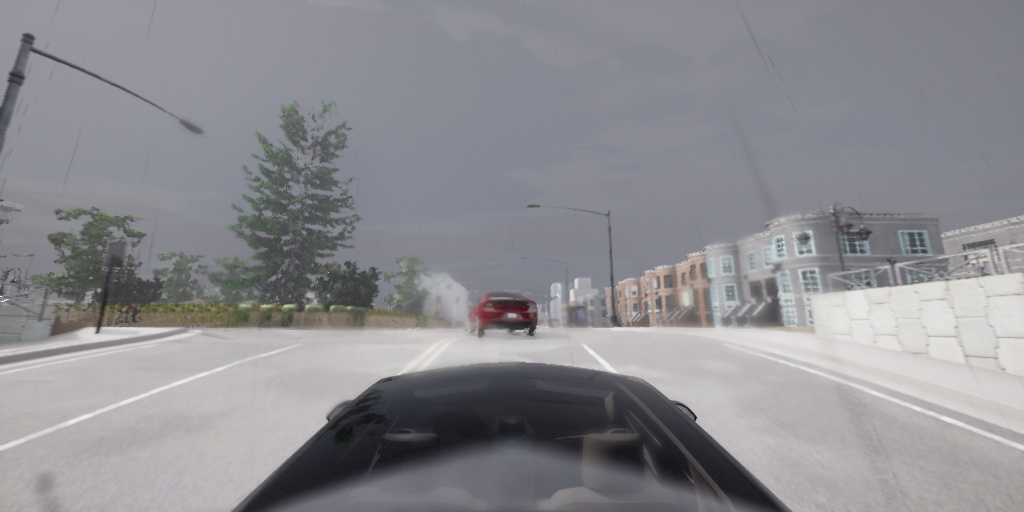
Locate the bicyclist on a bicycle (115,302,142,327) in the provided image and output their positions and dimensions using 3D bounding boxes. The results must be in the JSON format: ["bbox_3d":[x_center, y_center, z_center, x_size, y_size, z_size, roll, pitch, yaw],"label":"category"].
[{"bbox_3d":[-25.286,3.901,23.758,0.582,1.620,1.656,0,-11,0],"label":"bicyclist on a bicycle"}]

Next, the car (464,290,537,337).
[{"bbox_3d":[-0.524,2.086,13.141,1.882,1.535,5.008,2,-11,-12],"label":"car"}]
